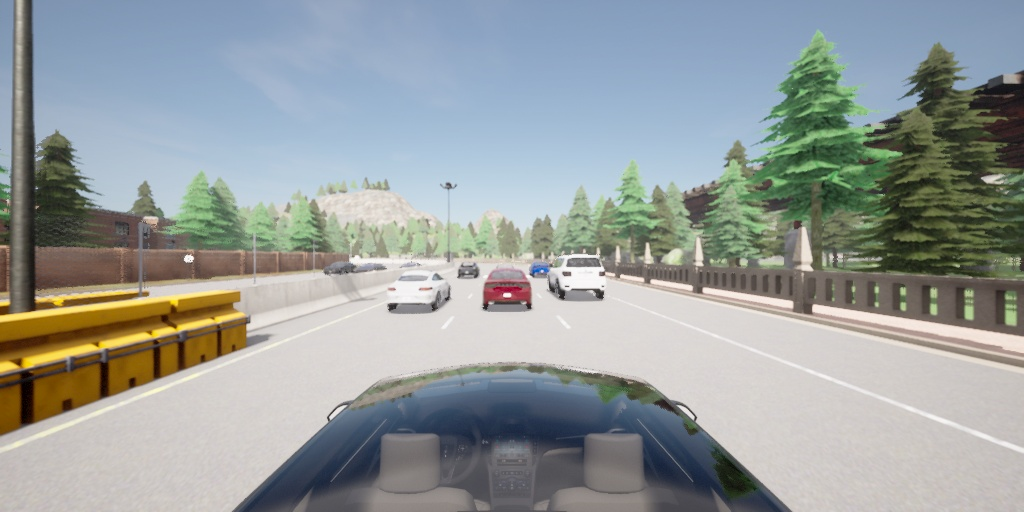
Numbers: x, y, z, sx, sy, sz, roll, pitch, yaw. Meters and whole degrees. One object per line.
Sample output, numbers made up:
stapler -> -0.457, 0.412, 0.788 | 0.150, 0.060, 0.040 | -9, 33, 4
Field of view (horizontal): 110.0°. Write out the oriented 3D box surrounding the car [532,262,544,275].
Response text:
car -> 2.800, 1.297, 36.451 | 1.882, 1.535, 5.008 | 0, 0, -1

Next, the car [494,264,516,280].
car -> -0.638, 1.417, 33.738 | 1.895, 1.301, 4.718 | 0, 0, -1

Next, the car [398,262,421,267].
car -> -11.510, 1.385, 40.516 | 2.033, 1.411, 5.357 | 0, 0, -2

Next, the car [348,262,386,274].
car -> -14.941, 1.383, 38.006 | 2.033, 1.411, 5.357 | 0, 0, -1

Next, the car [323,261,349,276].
car -> -18.480, 1.318, 38.786 | 1.882, 1.535, 5.008 | 0, 0, -2

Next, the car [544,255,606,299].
car -> 3.222, 1.000, 18.650 | 2.150, 2.045, 5.566 | 0, -1, -1

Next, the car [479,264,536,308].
car -> -0.213, 1.255, 15.324 | 1.882, 1.535, 5.008 | 0, 0, -1

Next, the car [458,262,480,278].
car -> -4.172, 1.313, 35.126 | 2.128, 1.511, 4.902 | 0, 0, -1

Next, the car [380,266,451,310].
car -> -3.700, 1.305, 14.712 | 1.812, 1.442, 4.674 | 0, 0, -1
